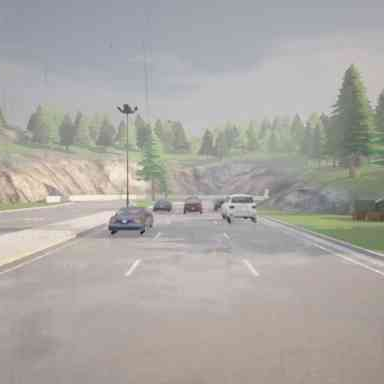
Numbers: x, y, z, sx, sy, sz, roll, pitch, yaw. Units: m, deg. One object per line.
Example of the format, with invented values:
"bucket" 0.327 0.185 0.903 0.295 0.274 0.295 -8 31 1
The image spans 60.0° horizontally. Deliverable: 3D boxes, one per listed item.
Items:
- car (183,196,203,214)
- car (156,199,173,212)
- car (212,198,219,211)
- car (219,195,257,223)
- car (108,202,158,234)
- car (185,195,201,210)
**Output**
"car" 0.097 1.477 35.278 1.882 1.535 5.008 0 0 0
"car" -3.388 1.564 39.347 1.994 1.385 4.181 0 0 1
"car" 3.637 1.504 41.225 1.837 1.490 4.892 0 0 1
"car" 3.603 1.223 25.996 2.150 2.045 5.566 0 0 0
"car" -3.397 1.547 19.245 2.033 1.411 5.357 0 0 0
"car" 0.196 1.352 44.507 2.097 1.767 4.553 0 0 1
